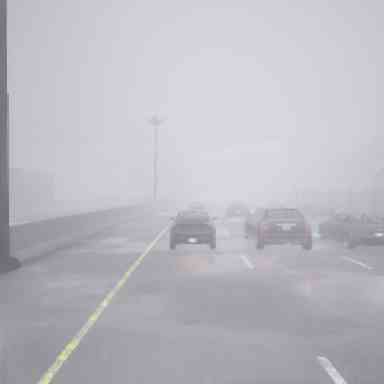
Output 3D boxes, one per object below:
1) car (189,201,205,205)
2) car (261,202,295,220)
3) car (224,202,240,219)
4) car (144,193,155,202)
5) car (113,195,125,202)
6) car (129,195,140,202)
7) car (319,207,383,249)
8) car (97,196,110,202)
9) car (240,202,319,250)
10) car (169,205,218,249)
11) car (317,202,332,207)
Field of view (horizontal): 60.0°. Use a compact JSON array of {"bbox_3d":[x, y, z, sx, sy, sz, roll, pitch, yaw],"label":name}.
[{"bbox_3d":[0.459,1.530,29.473,1.812,1.442,4.674,0,0,2],"label":"car"},{"bbox_3d":[7.457,1.614,29.275,1.895,1.301,4.718,0,0,2],"label":"car"},{"bbox_3d":[3.957,1.570,29.359,1.994,1.385,4.181,0,0,2],"label":"car"},{"bbox_3d":[-9.238,1.185,73.951,2.150,2.045,5.566,0,0,0],"label":"car"},{"bbox_3d":[-16.238,1.460,74.041,1.837,1.490,4.892,0,0,0],"label":"car"},{"bbox_3d":[-12.738,1.460,74.011,1.837,1.490,4.892,0,0,0],"label":"car"},{"bbox_3d":[7.052,1.570,14.470,1.994,1.385,4.181,0,0,1],"label":"car"},{"bbox_3d":[-19.738,1.555,74.041,1.895,1.301,4.718,0,0,0],"label":"car"},{"bbox_3d":[3.552,1.363,14.492,2.097,1.767,4.553,0,0,1],"label":"car"},{"bbox_3d":[0.053,1.514,14.573,1.837,1.490,4.892,0,0,1],"label":"car"},{"bbox_3d":[10.954,1.561,29.130,2.033,1.411,5.357,0,0,2],"label":"car"}]
